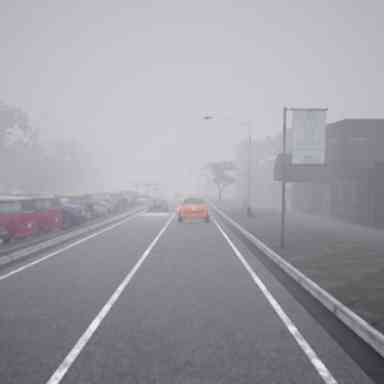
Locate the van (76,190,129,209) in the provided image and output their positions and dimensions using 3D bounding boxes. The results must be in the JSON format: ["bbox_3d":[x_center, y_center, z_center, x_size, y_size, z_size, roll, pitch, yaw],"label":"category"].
[{"bbox_3d":[-9.062,1.026,33.731,4.442,1.987,1.878,0,1,0],"label":"van"}]

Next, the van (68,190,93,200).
[{"bbox_3d":[-22.168,0.600,66.322,4.442,1.987,1.878,0,1,0],"label":"van"}]

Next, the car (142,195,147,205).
[{"bbox_3d":[-8.957,1.149,44.948,4.674,1.452,2.002,0,1,0],"label":"car"}]

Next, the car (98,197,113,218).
[{"bbox_3d":[-8.945,1.333,25.320,4.892,1.521,2.231,0,0,0],"label":"car"}]

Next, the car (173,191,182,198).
[{"bbox_3d":[-3.211,0.493,75.165,2.097,1.767,4.553,0,1,0],"label":"car"}]

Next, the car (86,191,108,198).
[{"bbox_3d":[-22.093,0.555,77.425,4.553,1.767,2.185,0,1,0],"label":"car"}]

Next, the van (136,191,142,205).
[{"bbox_3d":[-9.069,0.920,42.142,4.442,1.987,1.878,0,1,0],"label":"van"}]

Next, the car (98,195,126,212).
[{"bbox_3d":[-8.972,1.313,30.931,4.792,1.488,2.163,0,1,0],"label":"car"}]

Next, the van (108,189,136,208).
[{"bbox_3d":[-8.831,0.994,36.532,4.442,1.987,1.878,0,1,0],"label":"van"}]

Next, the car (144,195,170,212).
[{"bbox_3d":[-3.328,1.304,33.670,1.994,1.385,4.181,0,1,0],"label":"car"}]

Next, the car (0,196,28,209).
[{"bbox_3d":[-22.023,1.196,38.573,4.892,1.521,2.231,0,1,0],"label":"car"}]

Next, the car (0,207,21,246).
[{"bbox_3d":[-8.920,1.416,11.300,4.892,1.521,2.231,0,0,0],"label":"car"}]

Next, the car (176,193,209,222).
[{"bbox_3d":[0.112,1.176,24.631,2.097,1.767,4.553,0,0,0],"label":"car"}]

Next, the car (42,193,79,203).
[{"bbox_3d":[-21.857,0.970,55.224,5.366,1.575,1.946,0,1,0],"label":"car"}]

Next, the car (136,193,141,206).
[{"bbox_3d":[-8.945,1.183,39.342,5.008,1.535,2.097,0,1,0],"label":"car"}]

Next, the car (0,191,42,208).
[{"bbox_3d":[-22.002,0.906,41.344,5.566,2.045,2.435,0,1,0],"label":"car"}]

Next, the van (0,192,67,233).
[{"bbox_3d":[-9.048,1.158,16.906,4.442,1.987,1.878,0,0,0],"label":"van"}]

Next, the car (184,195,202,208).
[{"bbox_3d":[0.121,1.198,41.962,2.033,1.411,5.357,0,1,0],"label":"car"}]

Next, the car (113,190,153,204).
[{"bbox_3d":[-8.931,0.783,50.551,5.566,2.045,2.435,0,1,0],"label":"car"}]

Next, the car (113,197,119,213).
[{"bbox_3d":[-8.938,1.350,28.123,4.674,1.452,2.002,0,0,0],"label":"car"}]

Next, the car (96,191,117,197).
[{"bbox_3d":[-22.097,0.604,85.752,4.792,1.488,2.163,0,1,0],"label":"car"}]

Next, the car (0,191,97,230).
[{"bbox_3d":[-8.906,1.118,19.710,5.566,2.045,2.435,0,0,0],"label":"car"}]

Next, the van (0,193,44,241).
[{"bbox_3d":[-9.046,1.174,14.103,4.442,1.987,1.878,0,0,0],"label":"van"}]

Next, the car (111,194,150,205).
[{"bbox_3d":[-8.772,1.068,47.751,5.366,1.575,1.946,0,1,0],"label":"car"}]
